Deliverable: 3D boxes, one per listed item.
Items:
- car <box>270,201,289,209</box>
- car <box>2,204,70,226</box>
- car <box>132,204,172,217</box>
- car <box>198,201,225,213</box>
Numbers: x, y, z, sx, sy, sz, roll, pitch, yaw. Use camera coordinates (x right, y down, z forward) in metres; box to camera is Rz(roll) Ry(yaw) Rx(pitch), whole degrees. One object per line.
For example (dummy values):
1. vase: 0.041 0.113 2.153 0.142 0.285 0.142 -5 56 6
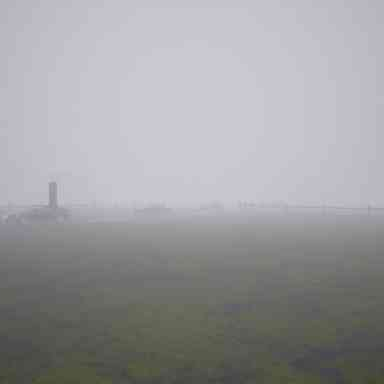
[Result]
1. car: 15.676 2.259 59.466 2.033 1.411 5.357 -1 -2 36
2. car: -11.851 1.717 25.615 2.128 1.511 4.902 -1 -1 35
3. car: -4.286 1.990 36.315 1.895 1.301 4.718 -1 -1 35
4. car: 2.762 2.017 46.255 1.882 1.535 5.008 -1 -1 35
